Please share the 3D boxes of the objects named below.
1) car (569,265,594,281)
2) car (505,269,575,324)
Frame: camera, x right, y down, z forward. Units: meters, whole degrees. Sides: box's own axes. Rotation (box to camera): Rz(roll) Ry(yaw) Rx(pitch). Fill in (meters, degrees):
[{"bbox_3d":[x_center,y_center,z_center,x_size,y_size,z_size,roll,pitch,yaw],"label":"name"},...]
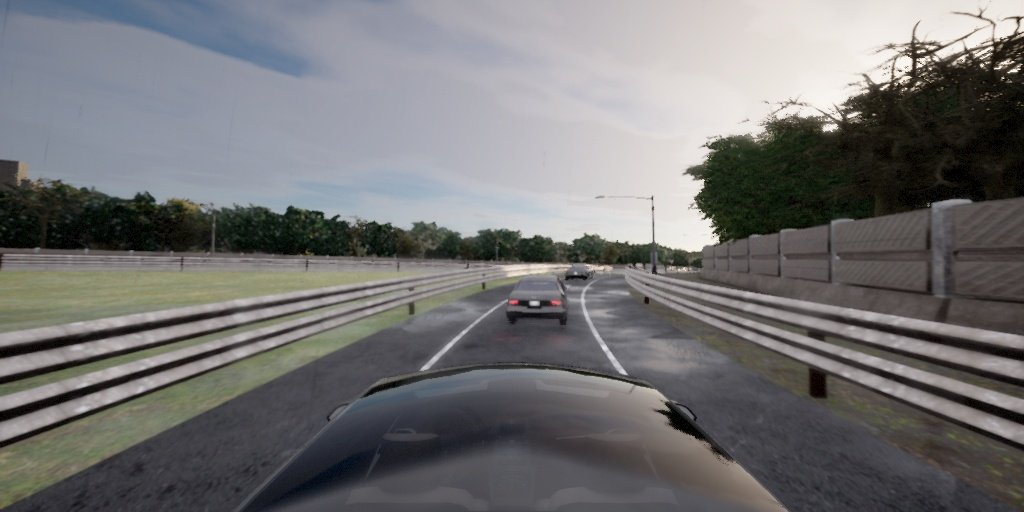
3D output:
[{"bbox_3d":[6.119,1.460,32.340,1.994,1.385,4.181,-1,-1,20],"label":"car"},{"bbox_3d":[0.981,1.365,12.394,2.033,1.411,5.357,0,0,8],"label":"car"}]
